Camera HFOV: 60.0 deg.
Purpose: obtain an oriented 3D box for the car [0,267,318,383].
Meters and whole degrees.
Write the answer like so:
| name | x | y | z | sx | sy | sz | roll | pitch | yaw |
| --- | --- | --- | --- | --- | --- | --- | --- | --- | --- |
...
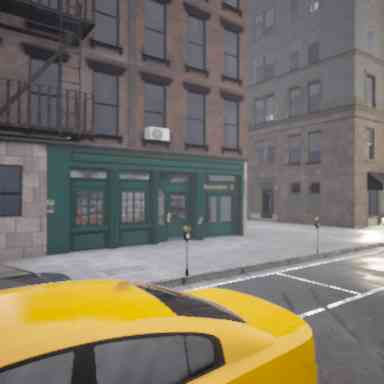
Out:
| name | x | y | z | sx | sy | sz | roll | pitch | yaw |
| --- | --- | --- | --- | --- | --- | --- | --- | --- | --- |
| car | -1.232 | 1.478 | 2.178 | 5.008 | 1.535 | 1.882 | 0 | 0 | -36 |

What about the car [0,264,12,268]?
| name | x | y | z | sx | sy | sz | roll | pitch | yaw |
| --- | --- | --- | --- | --- | --- | --- | --- | --- | --- |
| car | -3.550 | 1.547 | 3.653 | 4.403 | 1.369 | 2.008 | 0 | 0 | -36 |
